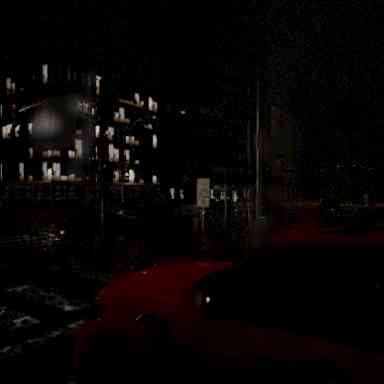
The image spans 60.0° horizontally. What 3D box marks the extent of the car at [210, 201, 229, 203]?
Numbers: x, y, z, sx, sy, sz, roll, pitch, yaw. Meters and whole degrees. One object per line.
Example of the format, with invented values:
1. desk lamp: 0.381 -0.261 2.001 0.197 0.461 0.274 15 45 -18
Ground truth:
1. car: 2.365 1.626 31.067 2.128 1.511 4.902 0 0 37

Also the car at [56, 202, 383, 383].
1. car: 1.447 1.223 2.656 5.566 2.045 2.150 0 0 36

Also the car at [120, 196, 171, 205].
1. car: -3.587 1.312 23.055 2.150 2.045 5.566 0 0 39

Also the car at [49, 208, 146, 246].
1. car: -4.548 1.611 16.738 1.812 1.442 4.674 0 0 32

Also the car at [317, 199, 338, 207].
1. car: 20.341 1.816 49.785 2.033 1.411 5.357 0 0 37

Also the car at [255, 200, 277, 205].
1. car: 8.536 1.706 39.304 1.812 1.442 4.674 0 0 36
